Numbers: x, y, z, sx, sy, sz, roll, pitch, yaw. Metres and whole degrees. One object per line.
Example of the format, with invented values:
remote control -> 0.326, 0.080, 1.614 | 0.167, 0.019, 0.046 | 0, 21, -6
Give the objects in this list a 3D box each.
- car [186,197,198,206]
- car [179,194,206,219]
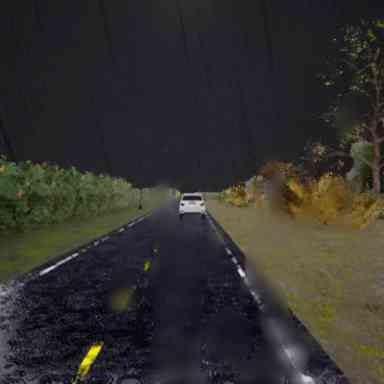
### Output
car -> 0.000, 1.533, 55.925 | 2.033, 1.411, 5.357 | 0, 0, 0
car -> 0.049, 1.171, 29.276 | 2.150, 2.045, 5.566 | 0, 0, 1
